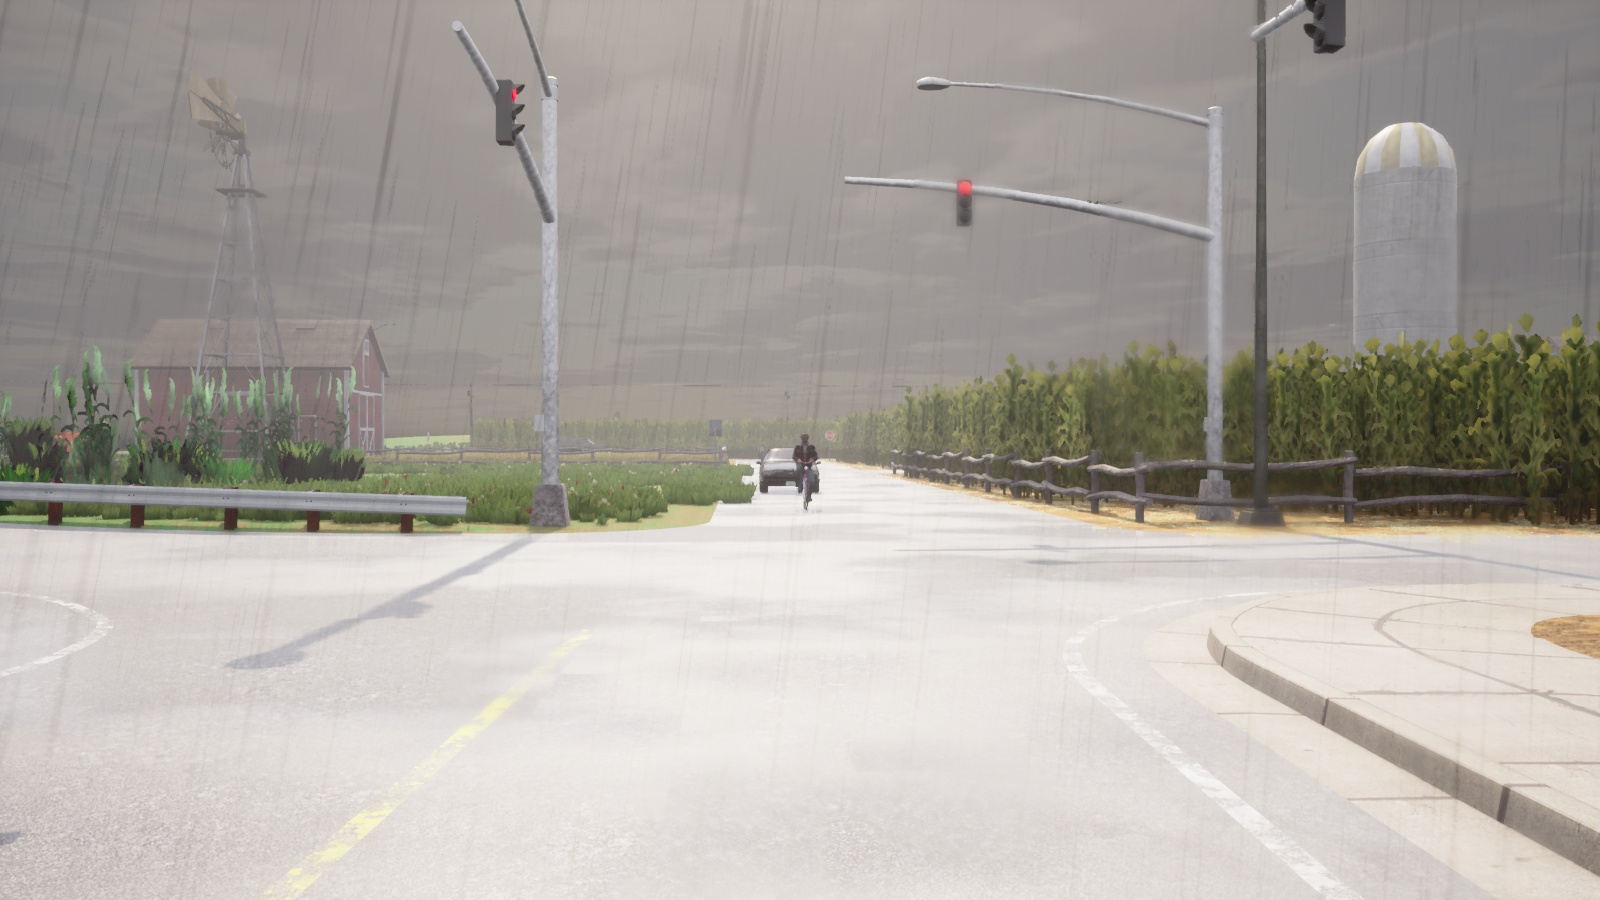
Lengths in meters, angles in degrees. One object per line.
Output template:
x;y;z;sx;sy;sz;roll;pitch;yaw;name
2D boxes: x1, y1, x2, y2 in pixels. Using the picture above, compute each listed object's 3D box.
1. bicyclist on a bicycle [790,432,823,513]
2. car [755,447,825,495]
0.127;0.492;28.438;0.659;1.776;1.843;0;0;-3;bicyclist on a bicycle
-0.385;0.603;39.920;2.033;1.411;5.357;0;0;-3;car
